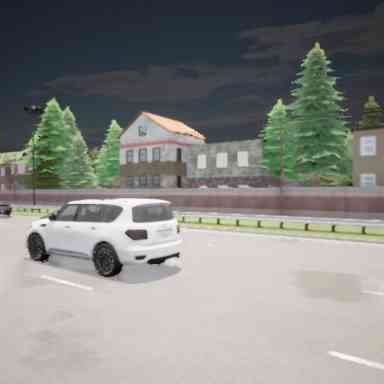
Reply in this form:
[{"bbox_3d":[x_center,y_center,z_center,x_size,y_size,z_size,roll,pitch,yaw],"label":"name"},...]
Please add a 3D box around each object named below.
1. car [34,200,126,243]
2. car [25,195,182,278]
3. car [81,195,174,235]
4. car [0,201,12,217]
[{"bbox_3d":[-5.689,1.348,16.654,4.553,1.767,2.097,0,0,36],"label":"car"},{"bbox_3d":[-2.895,1.219,10.360,5.566,2.045,2.150,0,0,36],"label":"car"},{"bbox_3d":[-3.904,1.218,19.680,5.566,2.045,2.150,0,0,36],"label":"car"},{"bbox_3d":[-18.073,1.483,29.793,4.902,1.511,2.128,0,0,36],"label":"car"}]
